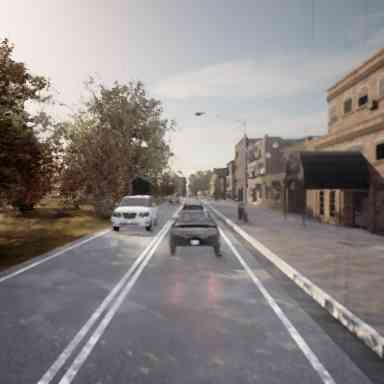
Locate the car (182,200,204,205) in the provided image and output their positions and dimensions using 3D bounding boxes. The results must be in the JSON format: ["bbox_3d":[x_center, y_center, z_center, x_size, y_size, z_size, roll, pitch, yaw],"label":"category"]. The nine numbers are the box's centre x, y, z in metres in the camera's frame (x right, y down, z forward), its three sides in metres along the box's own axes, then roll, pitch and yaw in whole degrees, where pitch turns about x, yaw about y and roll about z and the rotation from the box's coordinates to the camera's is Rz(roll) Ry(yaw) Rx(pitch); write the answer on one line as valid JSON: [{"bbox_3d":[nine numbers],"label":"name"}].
[{"bbox_3d":[0.108,1.478,30.891,1.882,1.535,5.008,0,0,0],"label":"car"}]

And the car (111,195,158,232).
[{"bbox_3d":[-3.343,1.222,20.517,2.150,2.045,5.566,0,0,0],"label":"car"}]

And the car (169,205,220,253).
[{"bbox_3d":[0.103,1.492,13.709,2.128,1.511,4.902,0,0,0],"label":"car"}]

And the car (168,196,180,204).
[{"bbox_3d":[-3.267,1.475,61.928,2.128,1.511,4.902,0,0,1],"label":"car"}]
